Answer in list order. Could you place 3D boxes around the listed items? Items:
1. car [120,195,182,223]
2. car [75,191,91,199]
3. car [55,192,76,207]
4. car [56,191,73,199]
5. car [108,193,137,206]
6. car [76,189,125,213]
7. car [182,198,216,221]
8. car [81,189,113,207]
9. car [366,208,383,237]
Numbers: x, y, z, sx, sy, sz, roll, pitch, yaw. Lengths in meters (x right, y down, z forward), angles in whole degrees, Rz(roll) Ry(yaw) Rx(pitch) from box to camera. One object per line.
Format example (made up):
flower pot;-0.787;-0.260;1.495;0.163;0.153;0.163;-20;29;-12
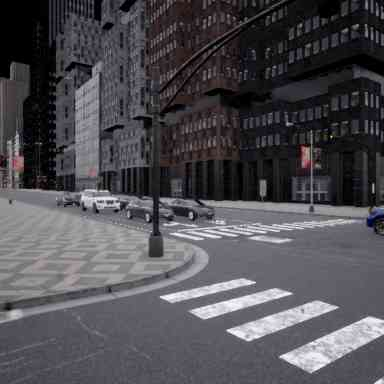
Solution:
car;-3.013;1.240;23.299;1.837;1.490;4.892;0;1;-36
car;-21.843;0.563;66.416;1.812;1.442;4.674;0;1;-36
car;-14.909;0.990;39.808;2.033;1.411;5.357;0;1;-36
car;-25.045;0.589;65.299;1.994;1.385;4.181;0;1;-36
car;-9.060;0.950;43.137;1.837;1.490;4.892;0;1;-36
car;-8.698;0.819;31.185;2.150;2.045;5.566;0;1;-36
car;-0.248;1.239;24.979;1.837;1.490;4.892;0;1;-38
car;-11.835;0.671;41.111;2.150;2.045;5.566;0;1;-35
car;11.089;1.159;15.198;2.150;2.045;5.566;0;1;-36
